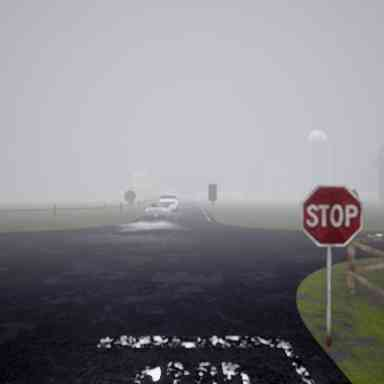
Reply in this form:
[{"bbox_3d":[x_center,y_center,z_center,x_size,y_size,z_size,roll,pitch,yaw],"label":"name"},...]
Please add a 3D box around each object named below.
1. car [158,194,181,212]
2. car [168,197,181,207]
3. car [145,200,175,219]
[{"bbox_3d":[-2.835,1.232,40.103,2.150,2.045,5.566,0,0,0],"label":"car"},{"bbox_3d":[-2.798,1.563,53.184,1.812,1.442,4.674,0,0,0],"label":"car"},{"bbox_3d":[-2.884,1.599,29.223,1.895,1.301,4.718,0,0,2],"label":"car"}]
